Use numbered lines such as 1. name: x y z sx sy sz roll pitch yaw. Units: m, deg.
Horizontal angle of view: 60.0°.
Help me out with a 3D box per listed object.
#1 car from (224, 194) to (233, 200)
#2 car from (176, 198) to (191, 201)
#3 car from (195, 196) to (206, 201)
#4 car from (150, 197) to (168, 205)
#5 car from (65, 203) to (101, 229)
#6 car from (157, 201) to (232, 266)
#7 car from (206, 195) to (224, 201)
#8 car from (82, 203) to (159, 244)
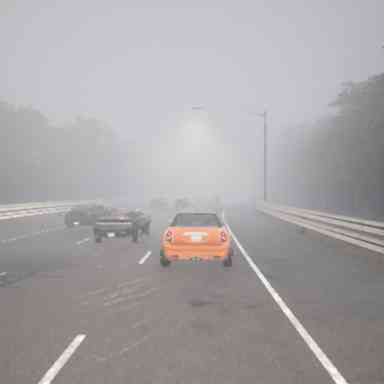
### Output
1. car: 8.817 1.535 87.336 1.895 1.301 4.718 0 0 12
2. car: -1.229 1.497 43.615 1.837 1.490 4.892 0 0 6
3. car: 1.796 1.552 67.427 1.994 1.385 4.181 0 0 9
4. car: -4.503 1.489 46.111 1.837 1.490 4.892 0 0 6
5. car: -6.400 1.493 21.207 1.837 1.490 4.892 0 0 3
6. car: 0.181 1.352 11.672 2.097 1.767 4.553 0 0 2
7. car: 4.200 1.349 60.135 2.097 1.767 4.553 0 0 8
8. car: -3.120 1.485 15.698 2.128 1.511 4.902 0 0 2
